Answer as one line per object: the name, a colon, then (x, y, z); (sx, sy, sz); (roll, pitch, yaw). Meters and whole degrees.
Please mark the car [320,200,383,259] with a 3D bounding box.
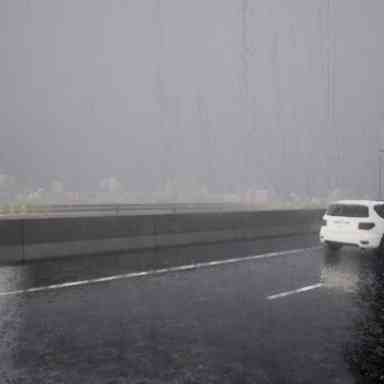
car: (7.548, 1.355, 13.506); (5.566, 2.045, 2.150); (1, 0, -35)
